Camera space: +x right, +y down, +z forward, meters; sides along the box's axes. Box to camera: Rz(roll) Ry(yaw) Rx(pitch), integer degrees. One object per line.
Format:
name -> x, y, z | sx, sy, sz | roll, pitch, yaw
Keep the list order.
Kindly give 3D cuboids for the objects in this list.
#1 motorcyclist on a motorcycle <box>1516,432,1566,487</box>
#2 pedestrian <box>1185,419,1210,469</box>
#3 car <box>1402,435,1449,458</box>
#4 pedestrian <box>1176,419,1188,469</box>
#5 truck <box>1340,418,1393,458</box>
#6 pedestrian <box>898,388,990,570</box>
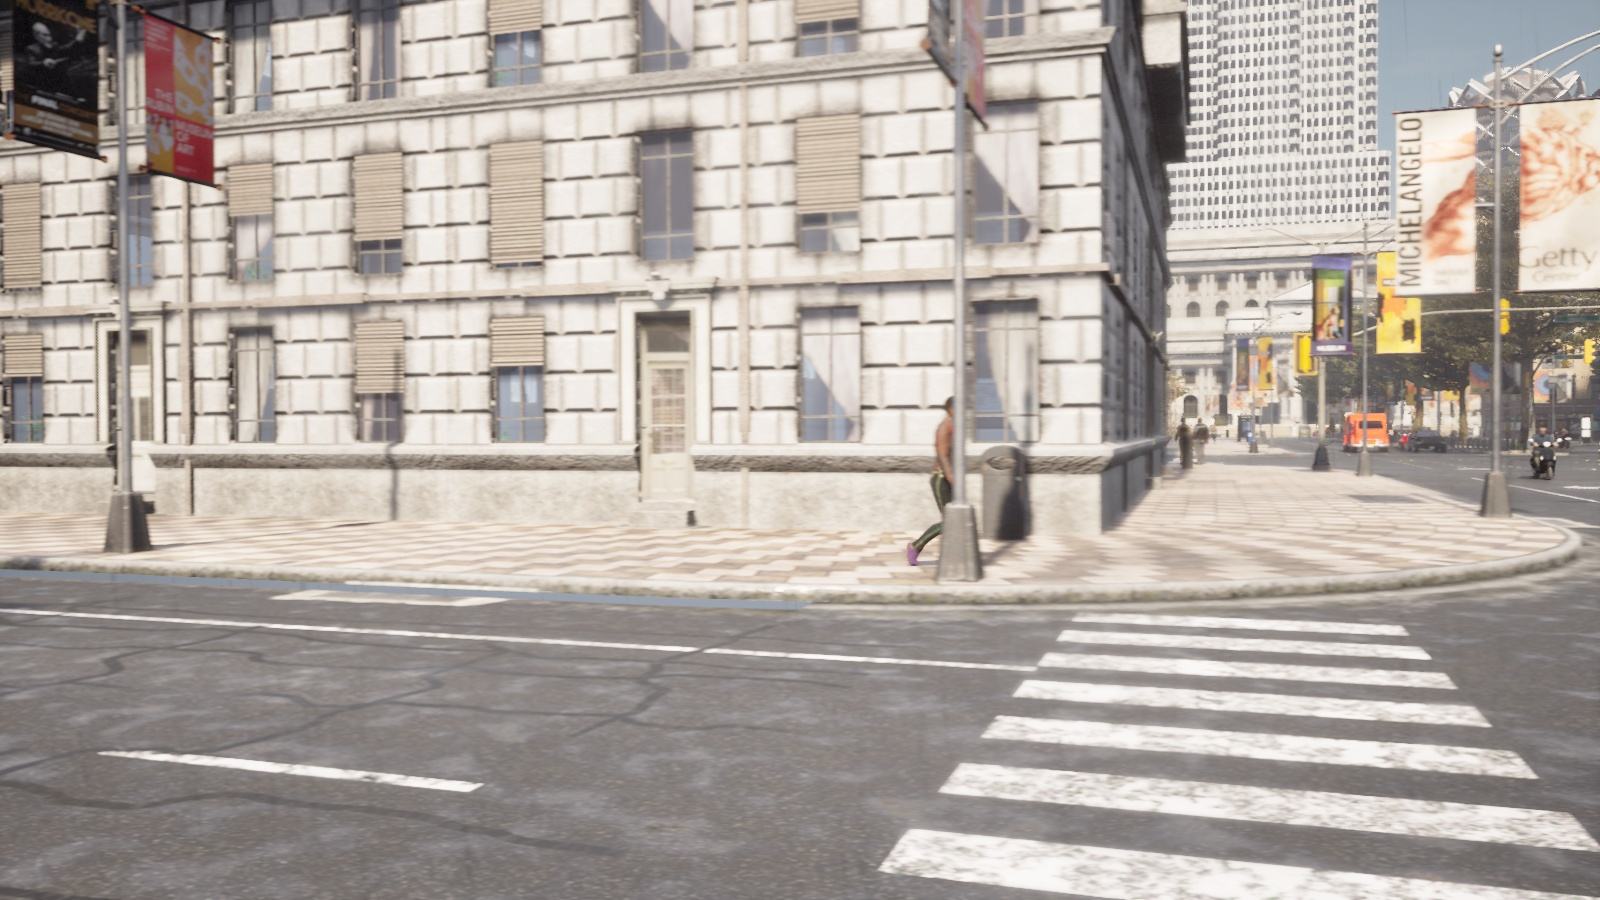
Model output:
motorcyclist on a motorcycle -> 22.093, 0.263, 37.469 | 0.866, 1.590, 1.817 | 0, 1, 16
pedestrian -> 15.416, -0.238, 48.670 | 0.563, 1.883, 0.849 | 0, 1, -12
car -> 39.946, -0.261, 80.293 | 2.033, 1.411, 5.357 | 1, 1, 19
pedestrian -> 14.914, -0.245, 49.029 | 0.396, 1.930, 0.692 | 0, 1, 16
truck -> 36.261, -0.812, 80.496 | 2.627, 2.467, 5.204 | 1, 1, 19
pedestrian -> 1.473, 0.283, 12.843 | 0.869, 1.805, 0.328 | 1, 1, 27
